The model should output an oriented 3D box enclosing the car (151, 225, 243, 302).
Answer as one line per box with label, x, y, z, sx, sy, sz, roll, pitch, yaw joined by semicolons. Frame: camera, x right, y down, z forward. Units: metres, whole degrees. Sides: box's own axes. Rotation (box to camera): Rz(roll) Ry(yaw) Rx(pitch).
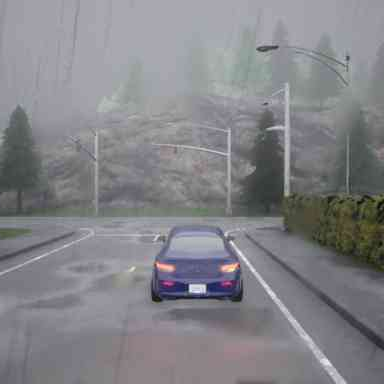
car;0.107;1.526;8.130;1.812;1.442;4.674;0;0;0
